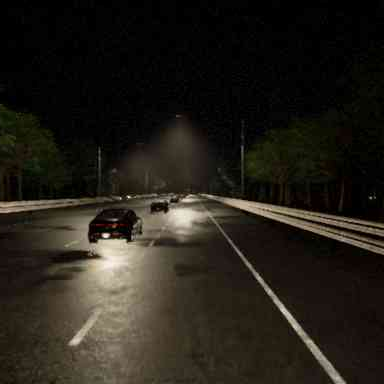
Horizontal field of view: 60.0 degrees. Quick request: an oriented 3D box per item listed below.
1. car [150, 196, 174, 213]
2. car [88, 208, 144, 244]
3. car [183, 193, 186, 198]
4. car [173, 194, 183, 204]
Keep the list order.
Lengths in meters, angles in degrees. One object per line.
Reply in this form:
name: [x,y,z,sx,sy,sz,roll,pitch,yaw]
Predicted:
car: [-3.502,1.531,37.097,2.128,1.511,4.902,0,0,0]
car: [-3.505,1.519,15.963,1.837,1.490,4.892,0,0,0]
car: [-3.500,1.511,94.595,1.882,1.535,5.008,0,0,0]
car: [-3.500,1.594,67.082,2.033,1.411,5.357,0,0,0]
